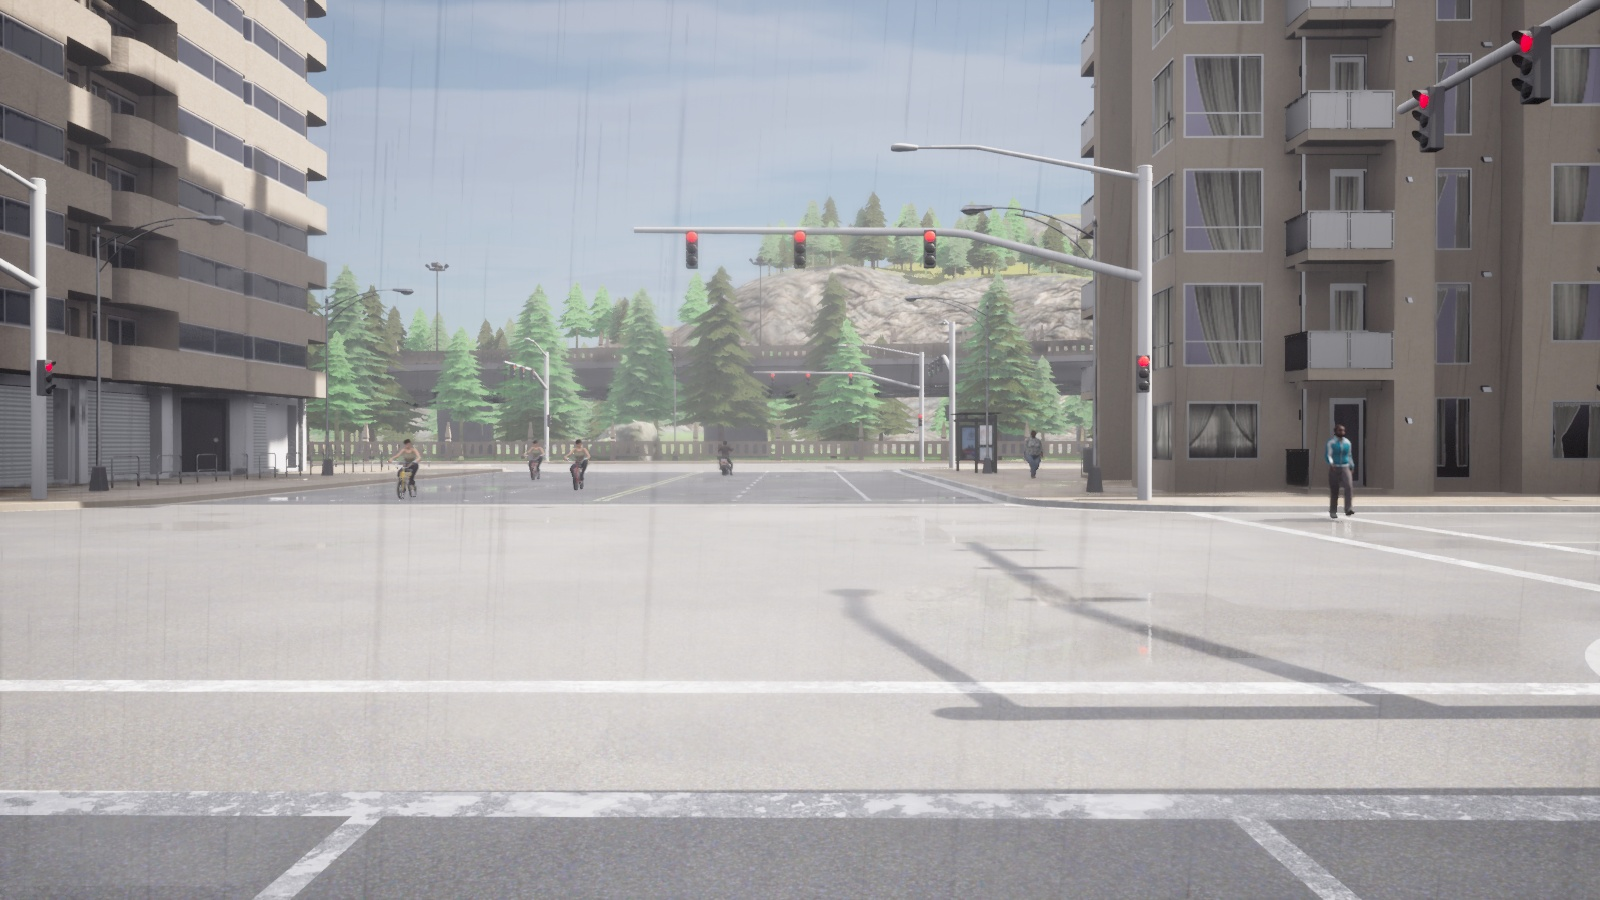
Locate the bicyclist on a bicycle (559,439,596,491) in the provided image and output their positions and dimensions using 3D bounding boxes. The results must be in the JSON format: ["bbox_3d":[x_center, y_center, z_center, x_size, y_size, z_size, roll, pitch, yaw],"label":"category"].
[{"bbox_3d":[-6.949,0.456,39.292,0.866,1.612,1.509,0,0,0],"label":"bicyclist on a bicycle"}]

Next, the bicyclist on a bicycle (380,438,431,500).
[{"bbox_3d":[-10.452,0.487,33.299,0.866,1.612,1.509,0,0,0],"label":"bicyclist on a bicycle"}]

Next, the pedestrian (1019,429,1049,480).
[{"bbox_3d":[8.475,0.154,45.601,0.874,1.855,0.900,0,0,-4],"label":"pedestrian"}]

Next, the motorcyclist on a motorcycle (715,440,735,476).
[{"bbox_3d":[-3.437,0.367,57.900,0.766,1.649,2.350,0,0,0],"label":"motorcyclist on a motorcycle"}]

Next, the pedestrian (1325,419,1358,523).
[{"bbox_3d":[10.160,0.390,23.570,0.396,1.930,0.692,0,0,8],"label":"pedestrian"}]
